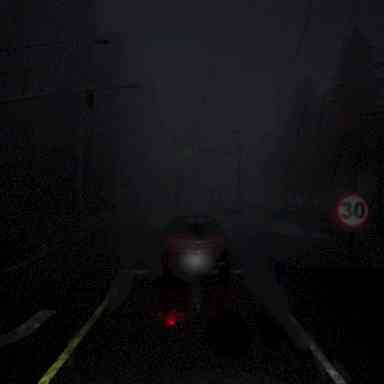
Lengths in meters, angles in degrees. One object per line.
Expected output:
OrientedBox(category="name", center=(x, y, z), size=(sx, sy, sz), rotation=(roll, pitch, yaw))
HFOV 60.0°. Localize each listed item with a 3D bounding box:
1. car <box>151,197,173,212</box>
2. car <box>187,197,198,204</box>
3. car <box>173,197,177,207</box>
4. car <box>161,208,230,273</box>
OrientedBox(category="car", center=(-3.581, 1.518, 39.033), size=(1.812, 1.442, 4.674), rotation=(0, 0, -1))
OrientedBox(category="car", center=(0.107, 1.552, 63.424), size=(1.994, 1.385, 4.181), rotation=(0, 0, 0))
OrientedBox(category="car", center=(-3.581, 1.469, 48.322), size=(1.882, 1.535, 5.008), rotation=(0, 0, 0))
OrientedBox(category="car", center=(0.095, 1.490, 10.636), size=(2.128, 1.511, 4.902), rotation=(0, 0, 0))
